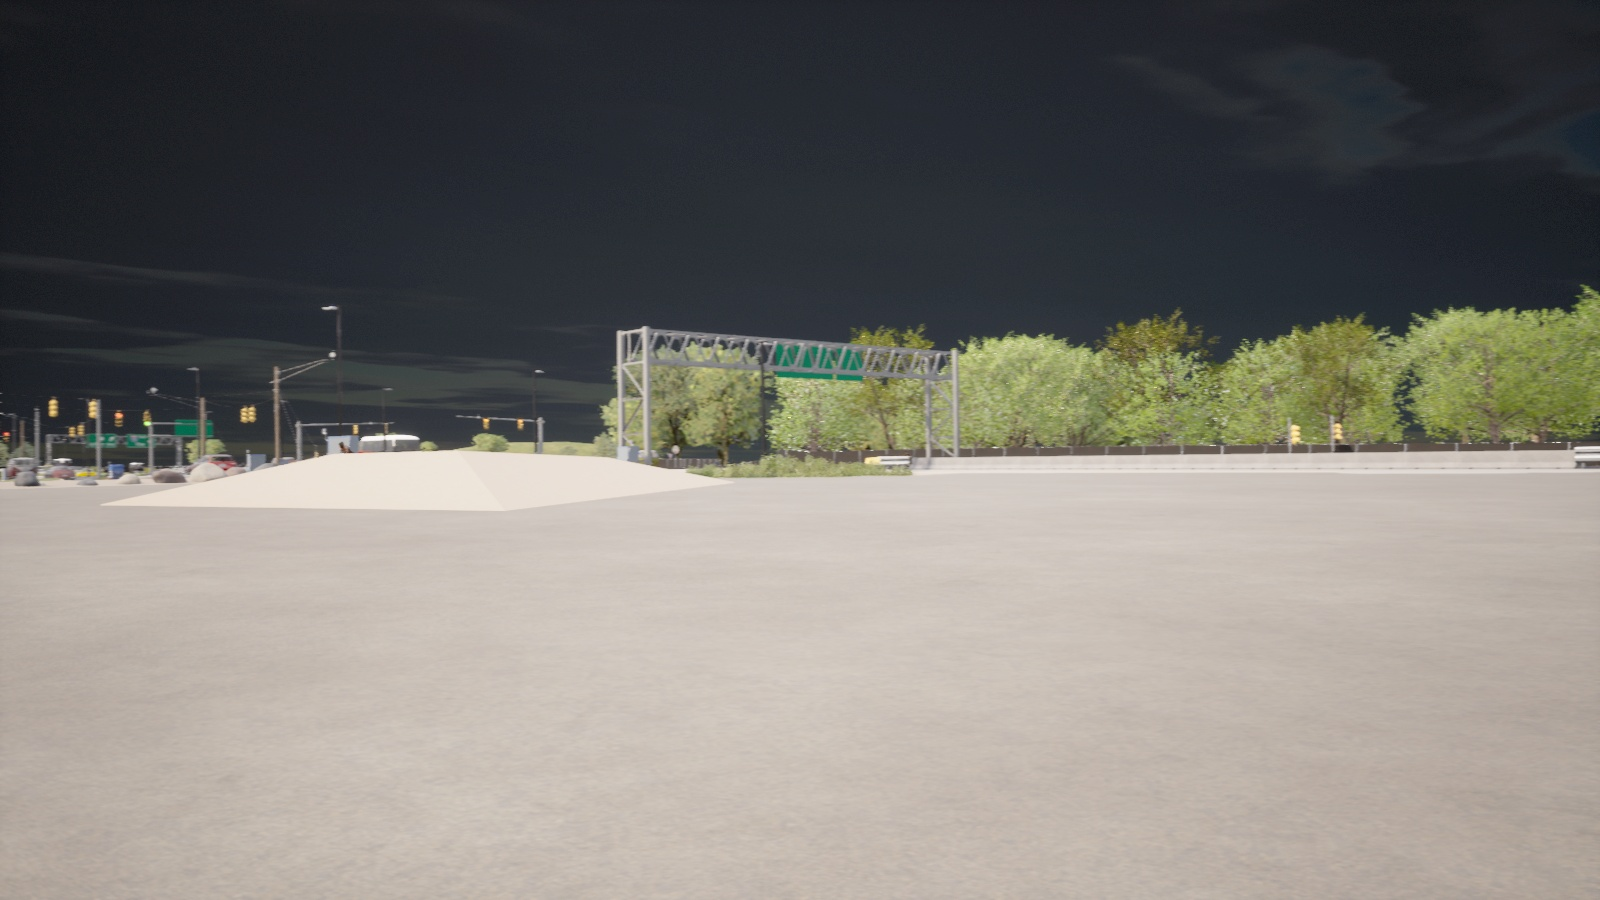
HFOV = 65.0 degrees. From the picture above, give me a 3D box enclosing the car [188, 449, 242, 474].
[{"bbox_3d":[-40.699,0.794,87.318,2.242,1.667,4.611,1,-1,-41],"label":"car"}]
